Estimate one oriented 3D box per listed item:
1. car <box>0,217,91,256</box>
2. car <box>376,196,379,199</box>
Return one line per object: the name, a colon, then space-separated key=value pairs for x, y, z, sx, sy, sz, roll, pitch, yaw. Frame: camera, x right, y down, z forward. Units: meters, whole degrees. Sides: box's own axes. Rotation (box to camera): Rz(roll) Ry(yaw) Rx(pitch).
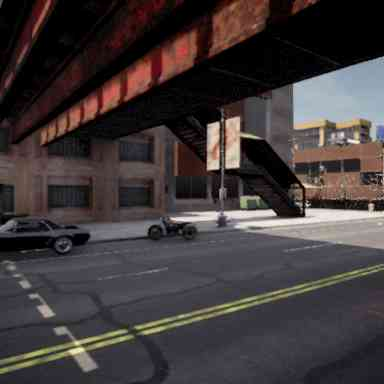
car: x=-6.233 y=1.595 z=11.885 sx=4.718 sy=1.301 sz=1.895 roll=0 pitch=0 yaw=-36
car: x=34.332 y=1.550 z=60.280 sx=4.553 sy=1.767 sz=2.185 roll=0 pitch=0 yaw=-36
